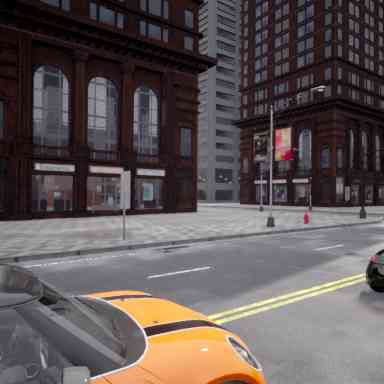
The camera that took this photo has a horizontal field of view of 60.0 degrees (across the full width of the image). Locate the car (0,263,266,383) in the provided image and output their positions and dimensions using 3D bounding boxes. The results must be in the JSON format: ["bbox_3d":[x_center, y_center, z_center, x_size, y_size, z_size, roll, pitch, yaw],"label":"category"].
[{"bbox_3d":[-1.550,1.352,2.334,4.553,1.767,2.097,0,0,-36],"label":"car"}]

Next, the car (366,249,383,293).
[{"bbox_3d":[5.877,1.576,7.654,4.181,1.385,1.994,0,0,-35],"label":"car"}]
